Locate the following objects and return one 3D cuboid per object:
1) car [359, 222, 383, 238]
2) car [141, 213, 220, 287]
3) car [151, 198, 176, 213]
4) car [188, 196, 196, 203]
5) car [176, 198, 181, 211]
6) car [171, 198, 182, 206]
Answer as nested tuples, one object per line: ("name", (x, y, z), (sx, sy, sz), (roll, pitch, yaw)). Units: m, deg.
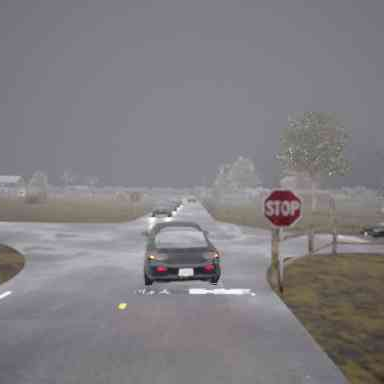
("car", (12.737, 2.143, 19.336), (5.357, 1.411, 2.033), (2, 0, -2))
("car", (-0.434, 1.550, 9.404), (1.812, 1.442, 4.674), (0, 0, -8))
("car", (-2.862, 1.595, 32.912), (1.837, 1.490, 4.892), (0, 0, 0))
("car", (-0.031, 1.712, 74.232), (1.882, 1.535, 5.008), (0, 0, 0))
("car", (-2.857, 1.680, 42.057), (1.994, 1.385, 4.181), (0, 0, 0))
("car", (-2.807, 1.788, 61.746), (1.895, 1.301, 4.718), (0, 0, 0))
